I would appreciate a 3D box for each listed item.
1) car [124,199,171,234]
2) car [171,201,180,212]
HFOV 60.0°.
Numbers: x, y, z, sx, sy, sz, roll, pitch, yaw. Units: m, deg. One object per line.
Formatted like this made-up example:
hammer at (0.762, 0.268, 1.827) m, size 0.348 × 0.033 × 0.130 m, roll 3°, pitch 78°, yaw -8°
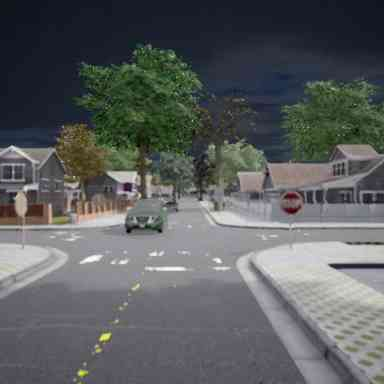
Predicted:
car at (-2.730, 1.513, 21.000) m, size 2.150 × 2.045 × 5.566 m, roll 0°, pitch 0°, yaw 0°
car at (-2.701, 1.924, 44.200) m, size 1.812 × 1.442 × 4.674 m, roll 0°, pitch 0°, yaw 0°
